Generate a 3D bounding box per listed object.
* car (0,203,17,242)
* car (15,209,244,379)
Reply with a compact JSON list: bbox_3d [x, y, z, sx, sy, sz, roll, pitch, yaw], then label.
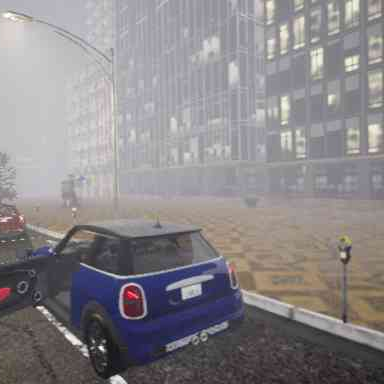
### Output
[{"bbox_3d":[-9.680,1.321,16.539,1.967,1.590,4.097,-3,2,-39],"label":"car"},{"bbox_3d":[-1.340,1.251,5.776,2.097,1.767,4.553,-2,2,-39],"label":"car"}]
